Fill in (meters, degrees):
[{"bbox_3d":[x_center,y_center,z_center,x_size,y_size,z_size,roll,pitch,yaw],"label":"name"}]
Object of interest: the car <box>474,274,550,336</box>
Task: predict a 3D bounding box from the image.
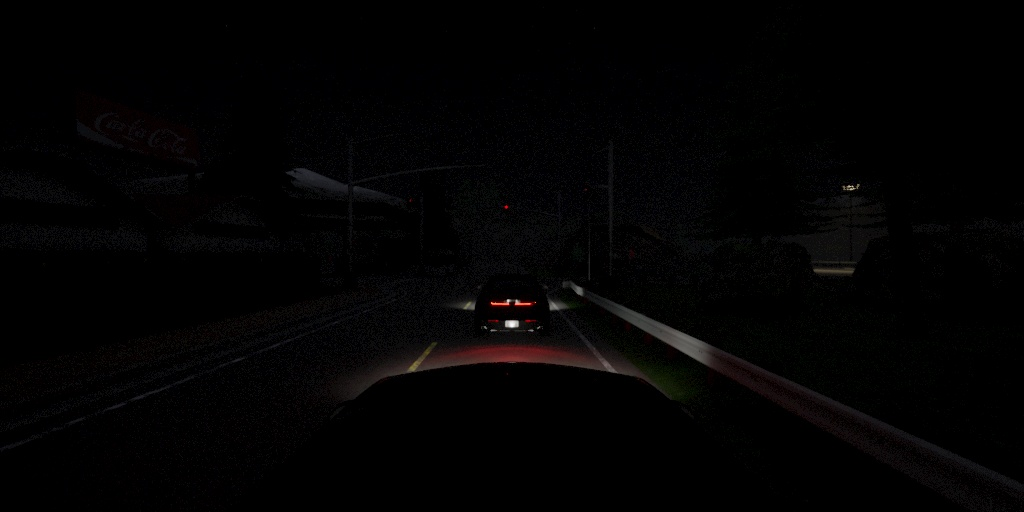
[{"bbox_3d":[0.018,1.254,10.350,1.837,1.490,4.892,0,0,0],"label":"car"}]
